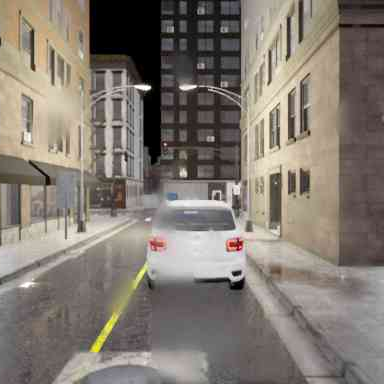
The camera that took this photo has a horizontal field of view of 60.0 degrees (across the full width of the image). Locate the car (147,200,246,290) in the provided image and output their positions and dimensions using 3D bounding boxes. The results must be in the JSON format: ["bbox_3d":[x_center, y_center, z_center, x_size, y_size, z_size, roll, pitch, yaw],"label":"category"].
[{"bbox_3d":[0.090,1.220,9.215,2.150,2.045,5.566,0,0,0],"label":"car"}]

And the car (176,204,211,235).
[{"bbox_3d":[0.060,1.523,19.538,1.812,1.442,4.674,0,0,0],"label":"car"}]
